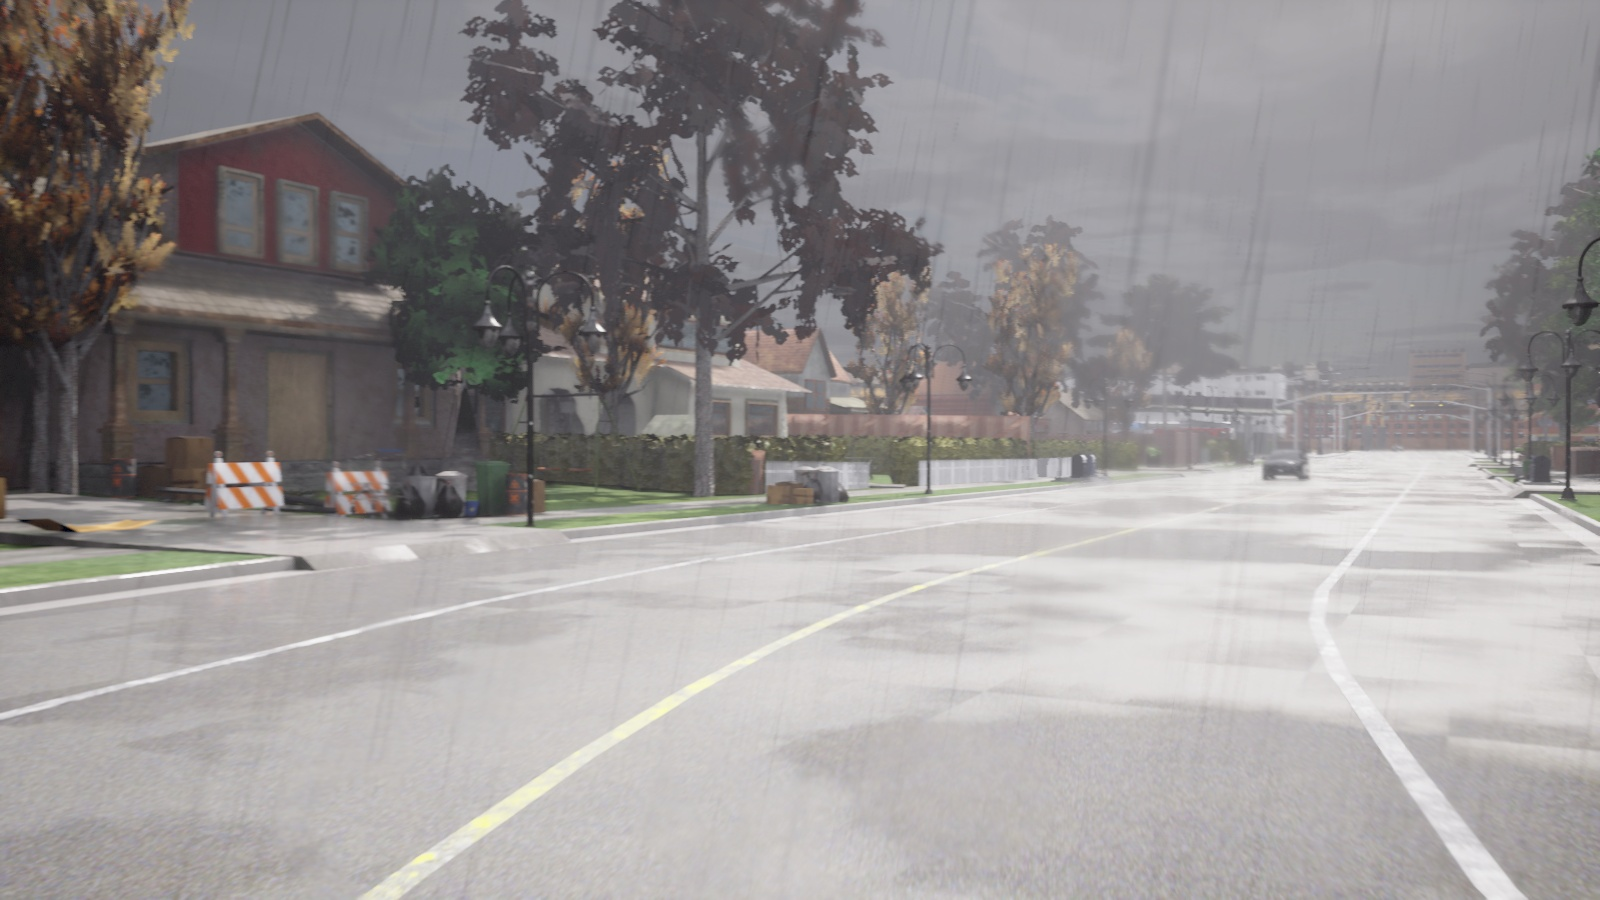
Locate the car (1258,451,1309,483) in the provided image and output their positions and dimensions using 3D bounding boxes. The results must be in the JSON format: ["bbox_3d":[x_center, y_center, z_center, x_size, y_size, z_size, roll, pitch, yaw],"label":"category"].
[{"bbox_3d":[23.802,0.785,61.729,1.837,1.490,4.892,0,0,27],"label":"car"}]
